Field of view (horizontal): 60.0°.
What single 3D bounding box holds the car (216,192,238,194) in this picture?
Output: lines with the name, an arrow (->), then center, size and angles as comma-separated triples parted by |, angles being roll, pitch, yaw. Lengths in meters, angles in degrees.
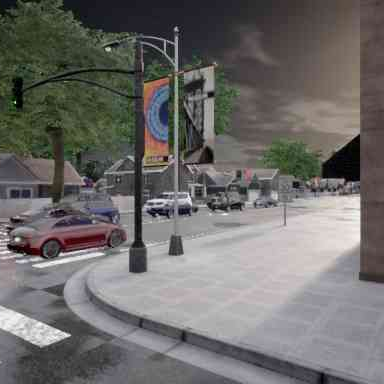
car -> 4.038, 1.005, 41.438 | 2.150, 2.045, 5.566 | 0, 0, 35

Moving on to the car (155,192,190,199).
car -> -2.216, 1.063, 32.708 | 2.150, 2.045, 5.566 | 0, 0, 35

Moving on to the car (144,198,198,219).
car -> -1.504, 1.462, 28.139 | 1.895, 1.301, 4.718 | 0, 0, 36

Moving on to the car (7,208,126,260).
car -> -4.493, 1.509, 12.444 | 1.994, 1.385, 4.181 | 0, 0, 36

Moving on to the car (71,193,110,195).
car -> -8.207, 1.120, 24.397 | 2.150, 2.045, 5.566 | 0, 0, 34

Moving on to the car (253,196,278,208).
car -> 9.743, 1.248, 43.806 | 2.128, 1.511, 4.902 | 0, 0, 36

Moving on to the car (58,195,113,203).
car -> -6.729, 1.264, 20.821 | 2.097, 1.767, 4.553 | 0, 0, 35

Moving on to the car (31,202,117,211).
car -> -6.069, 1.438, 15.827 | 1.837, 1.490, 4.892 | 0, 0, 36

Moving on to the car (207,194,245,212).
car -> 3.946, 1.287, 35.742 | 1.882, 1.535, 5.008 | 0, 0, 35
